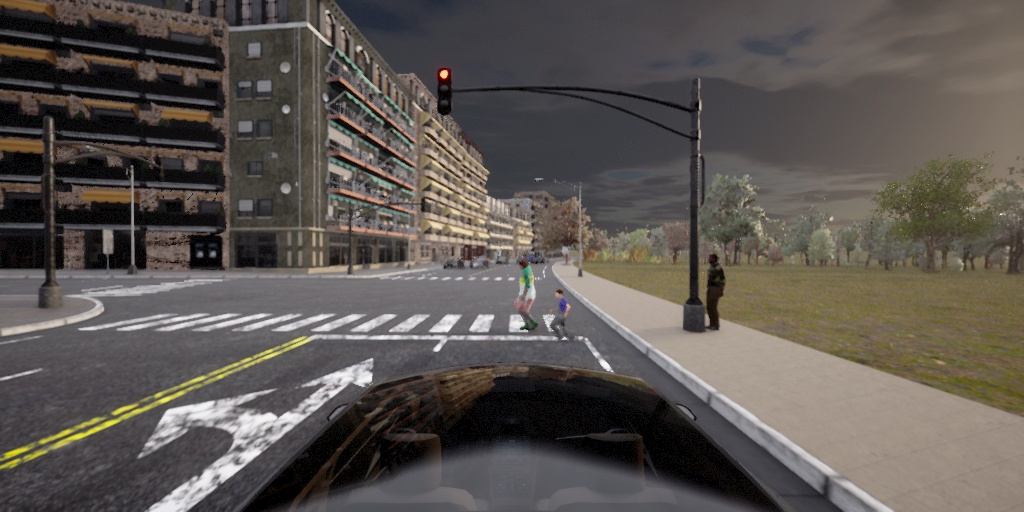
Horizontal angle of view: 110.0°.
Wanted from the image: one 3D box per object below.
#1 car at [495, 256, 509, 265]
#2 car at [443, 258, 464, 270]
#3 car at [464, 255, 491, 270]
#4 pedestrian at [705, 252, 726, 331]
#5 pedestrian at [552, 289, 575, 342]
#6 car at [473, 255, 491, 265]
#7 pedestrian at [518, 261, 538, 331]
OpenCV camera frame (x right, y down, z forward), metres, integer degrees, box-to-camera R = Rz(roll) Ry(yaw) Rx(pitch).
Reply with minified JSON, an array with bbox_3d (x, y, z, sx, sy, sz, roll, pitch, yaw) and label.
[{"bbox_3d":[-1.684,0.838,63.927,1.837,1.490,4.892,0,0,9],"label":"car"},{"bbox_3d":[-7.359,0.987,45.647,1.994,1.385,4.181,0,0,6],"label":"car"},{"bbox_3d":[-4.114,0.918,45.426,2.128,1.511,4.902,0,0,6],"label":"car"},{"bbox_3d":[4.798,0.830,8.571,0.375,1.860,0.375,0,0,1],"label":"pedestrian"},{"bbox_3d":[1.150,1.265,8.044,0.375,1.300,0.375,0,0,1],"label":"pedestrian"},{"bbox_3d":[-5.149,0.686,62.801,2.097,1.767,4.553,0,0,9],"label":"car"},{"bbox_3d":[0.409,0.974,9.257,0.375,1.860,0.375,0,0,1],"label":"pedestrian"}]
